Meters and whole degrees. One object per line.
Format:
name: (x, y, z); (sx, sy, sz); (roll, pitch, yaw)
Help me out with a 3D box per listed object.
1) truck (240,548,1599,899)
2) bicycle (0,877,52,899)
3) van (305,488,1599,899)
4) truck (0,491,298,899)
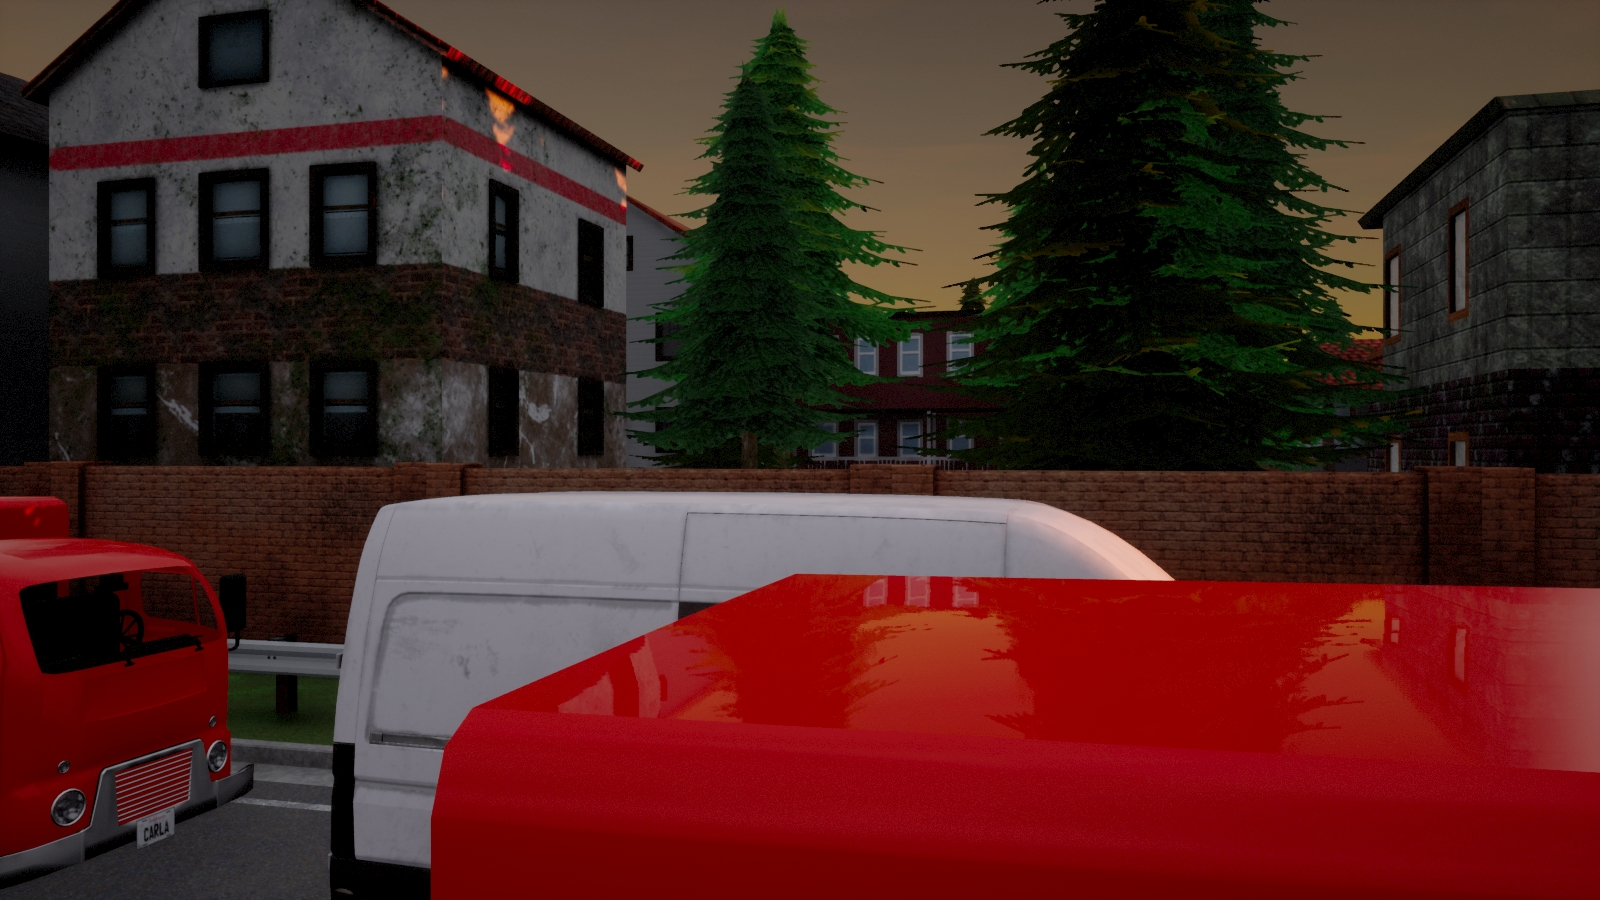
truck: (2.192, 1.568, 1.959); (5.204, 2.467, 2.627); (0, 0, 15)
bicycle: (-3.101, 2.056, 3.494); (1.643, 1.496, 0.373); (0, 0, 16)
van: (0.608, 1.535, 6.000); (5.915, 2.561, 1.988); (0, 0, 15)
truck: (-6.587, 1.568, 7.895); (5.204, 2.467, 2.627); (0, 0, 15)
